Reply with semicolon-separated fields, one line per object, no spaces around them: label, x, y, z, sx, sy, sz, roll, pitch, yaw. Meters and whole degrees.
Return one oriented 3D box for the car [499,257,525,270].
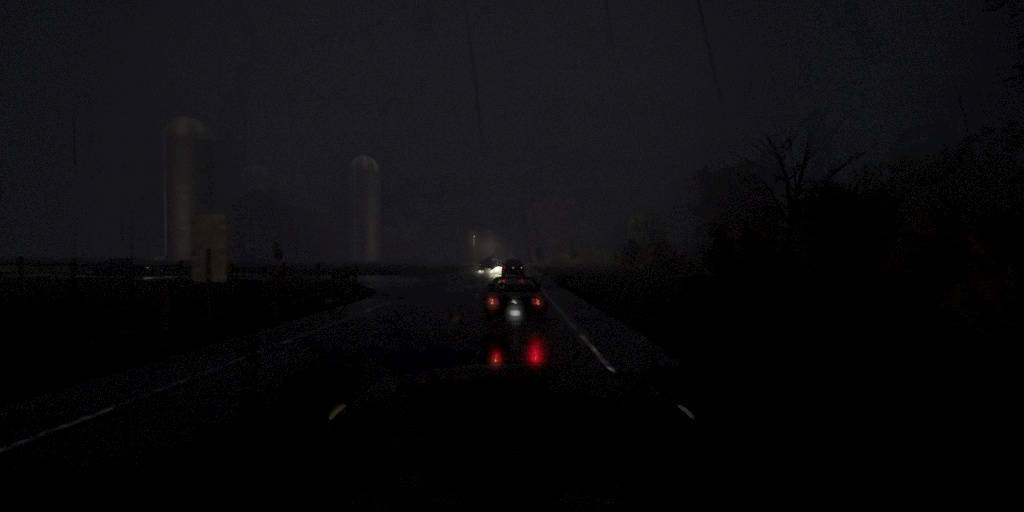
car;0.101;1.084;34.465;2.097;1.767;4.553;0;0;0

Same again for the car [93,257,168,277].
car;-29.536;0.835;27.783;4.674;1.442;1.812;1;1;0

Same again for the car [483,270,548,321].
car;0.098;1.346;12.494;1.895;1.301;4.718;0;0;0

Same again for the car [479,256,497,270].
car;-3.582;1.202;50.865;1.882;1.535;5.008;0;0;0
